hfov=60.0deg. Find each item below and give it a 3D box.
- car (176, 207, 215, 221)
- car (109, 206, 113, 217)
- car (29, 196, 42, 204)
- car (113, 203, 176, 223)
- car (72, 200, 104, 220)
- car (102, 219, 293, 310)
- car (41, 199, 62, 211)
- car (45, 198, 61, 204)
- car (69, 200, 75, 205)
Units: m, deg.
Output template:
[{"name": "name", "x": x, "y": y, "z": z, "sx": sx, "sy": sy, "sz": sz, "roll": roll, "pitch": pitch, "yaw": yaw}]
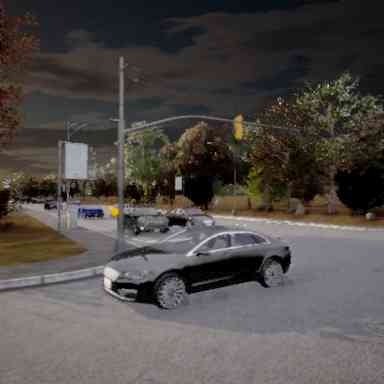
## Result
[{"name": "car", "x": -0.199, "y": 1.814, "z": 23.057, "sx": 2.128, "sy": 1.511, "sz": 4.902, "roll": 1, "pitch": -1, "yaw": -31}, {"name": "car", "x": -7.216, "y": 1.929, "z": 34.965, "sx": 1.882, "sy": 1.535, "sz": 5.008, "roll": 1, "pitch": 0, "yaw": -31}, {"name": "car", "x": -37.486, "y": 2.215, "z": 81.307, "sx": 4.181, "sy": 1.385, "sz": 1.994, "roll": 0, "pitch": -1, "yaw": 43}, {"name": "car", "x": -3.103, "y": 1.639, "z": 21.030, "sx": 2.097, "sy": 1.767, "sz": 4.553, "roll": 1, "pitch": -1, "yaw": -30}, {"name": "car", "x": -10.205, "y": 1.895, "z": 33.144, "sx": 1.882, "sy": 1.535, "sz": 5.008, "roll": 1, "pitch": -1, "yaw": -31}, {"name": "car", "x": 0.330, "y": 1.609, "z": 8.126, "sx": 4.902, "sy": 1.511, "sz": 2.128, "roll": 1, "pitch": -1, "yaw": -34}, {"name": "car", "x": -21.325, "y": 2.092, "z": 51.069, "sx": 1.994, "sy": 1.385, "sz": 4.181, "roll": 1, "pitch": -1, "yaw": -34}, {"name": "car", "x": -34.959, "y": 2.297, "z": 83.727, "sx": 4.718, "sy": 1.301, "sz": 1.895, "roll": 0, "pitch": -1, "yaw": 43}, {"name": "car", "x": -18.322, "y": 2.040, "z": 52.870, "sx": 1.882, "sy": 1.535, "sz": 5.008, "roll": 1, "pitch": -1, "yaw": -34}]
